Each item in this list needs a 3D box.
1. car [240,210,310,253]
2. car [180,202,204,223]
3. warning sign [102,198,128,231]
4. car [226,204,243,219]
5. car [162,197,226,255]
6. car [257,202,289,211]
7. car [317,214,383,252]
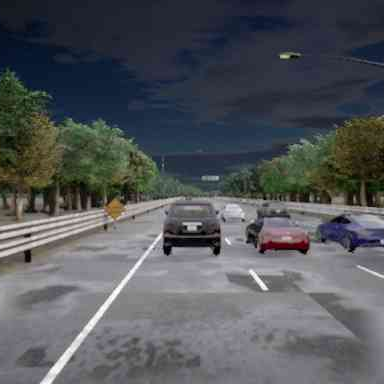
[{"bbox_3d":[3.507,1.702,14.309,1.994,1.385,4.181,0,0,0],"label":"car"},{"bbox_3d":[0.008,1.760,29.476,1.882,1.535,5.008,0,0,0],"label":"car"},{"bbox_3d":[-4.546,1.304,19.657,1.300,1.860,1.060,0,0,0],"label":"warning sign"},{"bbox_3d":[3.507,1.807,29.370,1.812,1.442,4.674,0,0,0],"label":"car"},{"bbox_3d":[0.002,1.351,14.017,2.150,2.045,5.566,0,0,0],"label":"car"},{"bbox_3d":[7.004,1.629,29.067,2.097,1.767,4.553,0,-1,0],"label":"car"},{"bbox_3d":[7.006,1.664,14.381,1.812,1.442,4.674,0,0,0],"label":"car"}]
